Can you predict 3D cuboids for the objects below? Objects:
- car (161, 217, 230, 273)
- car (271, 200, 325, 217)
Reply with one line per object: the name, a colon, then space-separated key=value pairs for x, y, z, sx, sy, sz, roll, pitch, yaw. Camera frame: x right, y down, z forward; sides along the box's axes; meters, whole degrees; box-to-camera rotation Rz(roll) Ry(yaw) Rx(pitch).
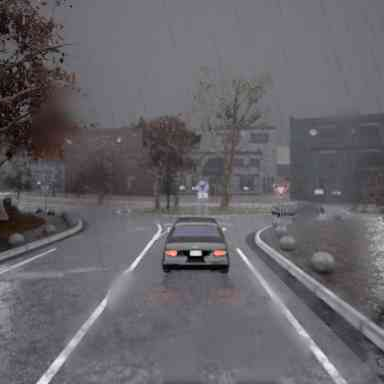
car: x=0.140 y=1.503 z=10.487 sx=2.033 sy=1.411 sz=5.357 roll=0 pitch=0 yaw=1
car: x=8.579 y=1.331 z=26.805 sx=5.357 sy=1.411 sz=2.033 roll=-1 pitch=1 yaw=-40
